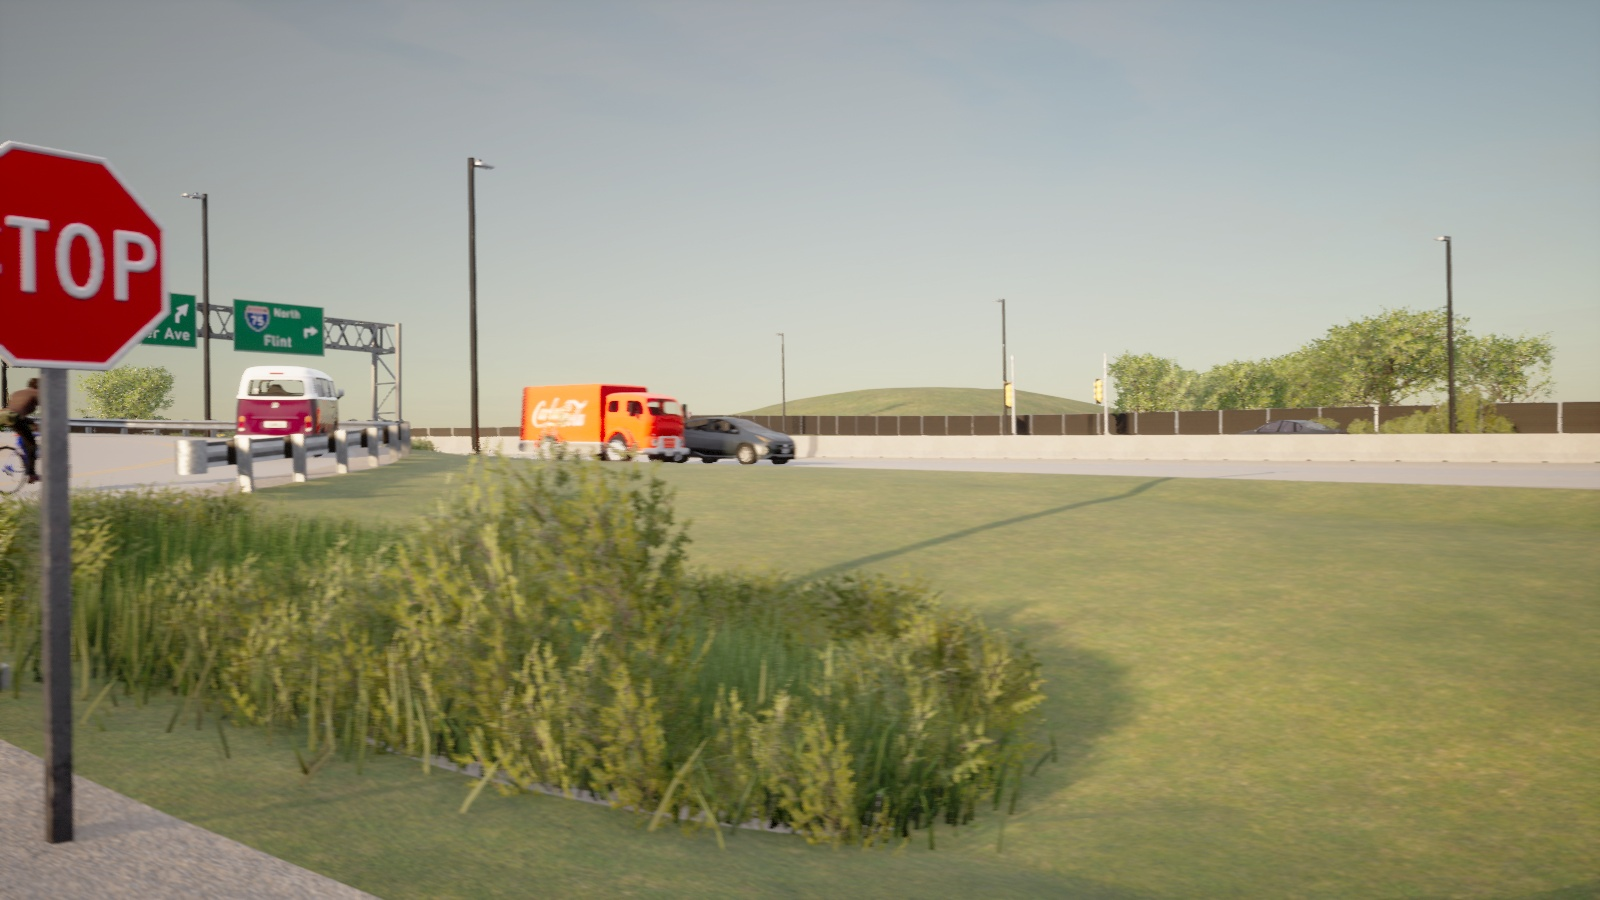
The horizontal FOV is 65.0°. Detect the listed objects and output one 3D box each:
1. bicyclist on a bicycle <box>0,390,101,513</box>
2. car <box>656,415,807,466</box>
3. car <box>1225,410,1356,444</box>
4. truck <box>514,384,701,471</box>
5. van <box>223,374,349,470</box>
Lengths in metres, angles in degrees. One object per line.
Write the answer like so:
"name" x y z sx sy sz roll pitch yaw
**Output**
"bicyclist on a bicycle" -10.696 -0.002 17.628 0.582 1.620 1.656 -4 2 6
"car" -2.201 -0.280 39.829 4.514 1.525 2.007 -1 0 36
"car" 21.713 -1.028 55.850 2.033 1.411 5.357 -2 1 -28
"truck" -5.877 -0.647 38.151 5.204 2.467 2.627 -1 1 36
"van" -11.876 -0.686 29.314 2.069 2.038 4.480 -1 2 -14
